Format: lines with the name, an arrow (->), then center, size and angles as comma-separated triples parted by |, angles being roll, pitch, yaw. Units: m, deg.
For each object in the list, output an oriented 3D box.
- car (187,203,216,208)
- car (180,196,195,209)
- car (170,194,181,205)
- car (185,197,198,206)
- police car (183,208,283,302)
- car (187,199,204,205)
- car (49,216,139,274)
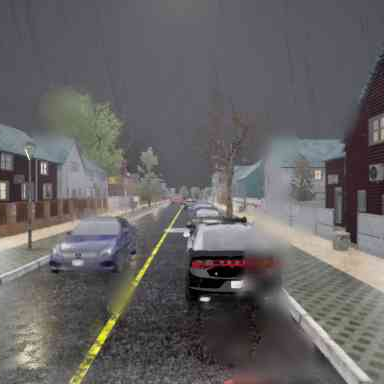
car -> 0.786, 1.536, 18.323 | 1.812, 1.442, 4.674 | 0, 0, 0
car -> -0.075, 1.595, 44.909 | 2.128, 1.511, 4.902 | 0, 0, 1
car -> -2.883, 1.444, 62.967 | 2.150, 2.045, 5.566 | 0, 0, 0
car -> -0.123, 1.679, 58.096 | 2.128, 1.511, 4.902 | 0, 0, 0
police car -> 0.807, 1.426, 8.432 | 1.930, 1.638, 5.238 | 0, 0, 0
car -> 0.774, 1.500, 24.324 | 1.882, 1.535, 5.008 | 0, 0, 0
car -> -2.873, 1.528, 10.697 | 1.812, 1.442, 4.674 | 0, 0, 0
